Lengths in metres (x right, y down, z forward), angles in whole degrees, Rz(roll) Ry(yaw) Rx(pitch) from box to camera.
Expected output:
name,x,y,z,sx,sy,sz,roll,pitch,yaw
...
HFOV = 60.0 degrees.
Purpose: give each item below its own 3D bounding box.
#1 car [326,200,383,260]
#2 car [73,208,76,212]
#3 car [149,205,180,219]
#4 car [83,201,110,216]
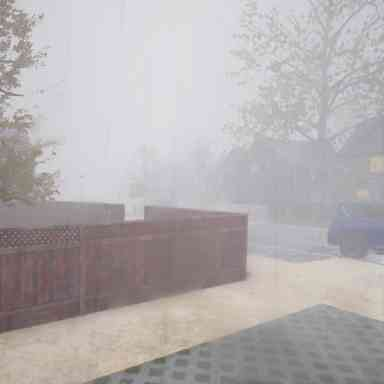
name,x,y,z,sx,sy,sz,roll,pitch,yaw
car,7.103,1.277,10.549,2.150,2.045,5.566,2,-2,-35
car,-17.319,2.267,50.511,1.895,1.301,4.718,2,-2,-35
car,-1.523,1.717,22.900,1.837,1.490,4.892,2,-2,-35
car,-9.618,1.729,34.558,2.097,1.767,4.553,2,-2,-33
